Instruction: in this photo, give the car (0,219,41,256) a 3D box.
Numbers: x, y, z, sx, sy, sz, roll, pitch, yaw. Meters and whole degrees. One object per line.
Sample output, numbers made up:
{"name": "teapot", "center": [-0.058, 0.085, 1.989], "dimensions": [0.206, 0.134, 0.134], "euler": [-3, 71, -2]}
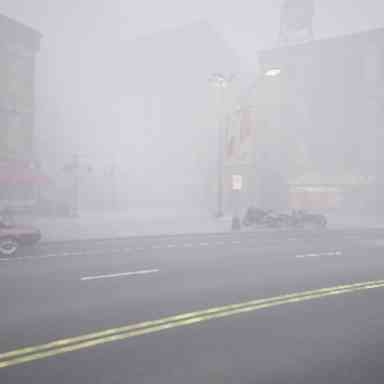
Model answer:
{"name": "car", "center": [-7.651, 1.441, 10.981], "dimensions": [4.718, 1.301, 1.895], "euler": [1, 0, -31]}
